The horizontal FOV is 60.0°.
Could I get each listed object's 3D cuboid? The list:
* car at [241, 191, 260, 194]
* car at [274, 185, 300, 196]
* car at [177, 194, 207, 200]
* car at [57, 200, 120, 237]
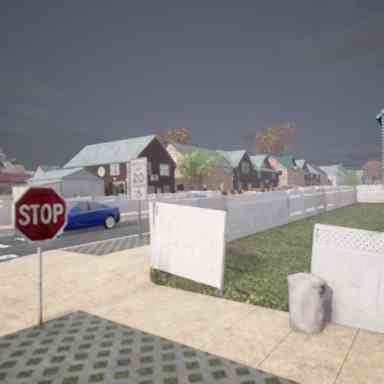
[{"bbox_3d":[5.692,0.666,32.879,1.882,1.535,5.008,-2,1,35],"label":"car"},{"bbox_3d":[11.659,0.131,41.308,2.150,2.045,5.566,-2,1,36],"label":"car"},{"bbox_3d":[-0.129,0.937,24.620,1.882,1.535,5.008,-2,1,35],"label":"car"},{"bbox_3d":[-5.804,1.203,16.490,1.882,1.535,5.008,-2,1,34],"label":"car"}]
